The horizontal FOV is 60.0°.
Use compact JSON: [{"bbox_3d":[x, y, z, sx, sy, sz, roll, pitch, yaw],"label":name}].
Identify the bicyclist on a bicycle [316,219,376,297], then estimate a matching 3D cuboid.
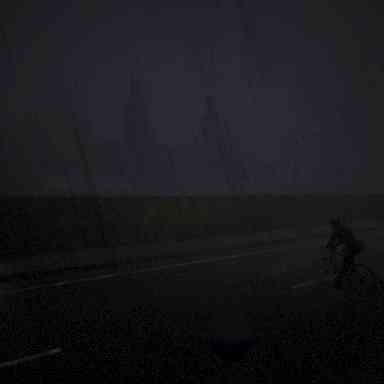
[{"bbox_3d":[3.405,1.441,7.537,0.582,1.620,1.656,0,-2,-24],"label":"bicyclist on a bicycle"}]
